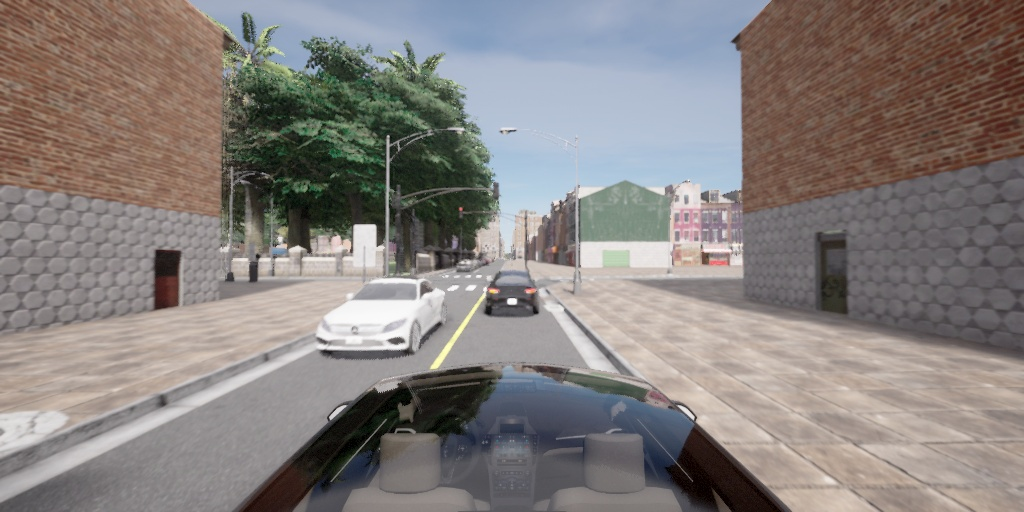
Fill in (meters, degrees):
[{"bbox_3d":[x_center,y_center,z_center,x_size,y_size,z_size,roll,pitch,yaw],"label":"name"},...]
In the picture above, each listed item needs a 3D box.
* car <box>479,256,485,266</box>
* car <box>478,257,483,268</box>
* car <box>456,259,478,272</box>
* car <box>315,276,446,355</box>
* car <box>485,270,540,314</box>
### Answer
[{"bbox_3d":[-5.610,1.123,54.825,1.948,1.339,4.313,0,0,0],"label":"car"},{"bbox_3d":[-5.565,1.122,49.375,2.007,1.370,4.403,0,0,0],"label":"car"},{"bbox_3d":[-5.534,1.143,42.240,2.007,1.370,4.403,0,0,0],"label":"car"},{"bbox_3d":[-2.814,1.245,8.754,1.812,1.442,4.674,0,0,0],"label":"car"},{"bbox_3d":[0.023,1.226,13.380,1.812,1.442,4.674,0,0,1],"label":"car"}]
